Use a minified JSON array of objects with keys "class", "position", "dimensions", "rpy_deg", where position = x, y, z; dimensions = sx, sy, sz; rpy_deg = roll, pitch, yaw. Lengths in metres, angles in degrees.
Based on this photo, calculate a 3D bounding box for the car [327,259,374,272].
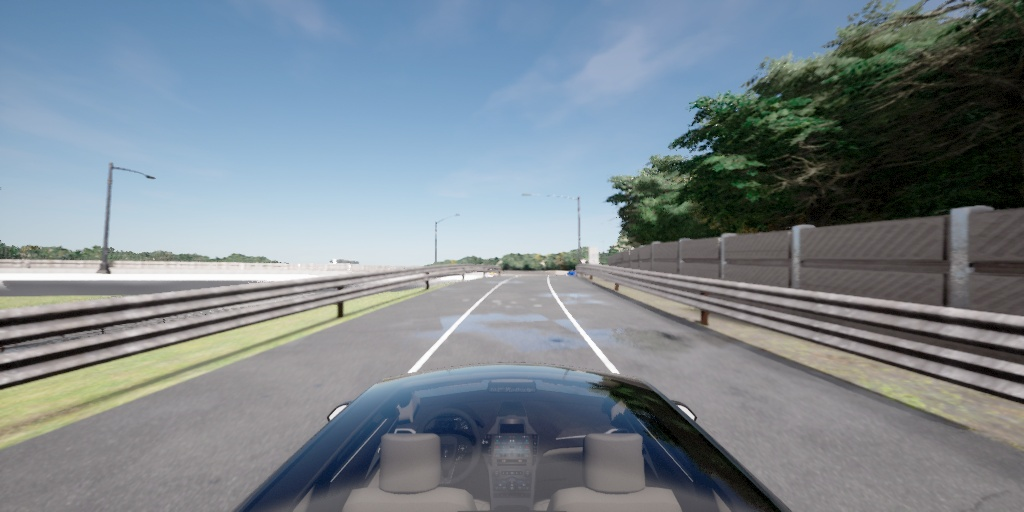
[{"class":"car","position":[-21.202,1.470,47.107],"dimensions":[5.566,2.045,2.150],"rpy_deg":[3,-4,-36]}]

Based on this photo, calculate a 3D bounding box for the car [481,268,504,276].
[{"class":"car","position":[-3.617,2.676,62.337],"dimensions":[1.882,1.535,5.008],"rpy_deg":[-3,-4,43]}]
